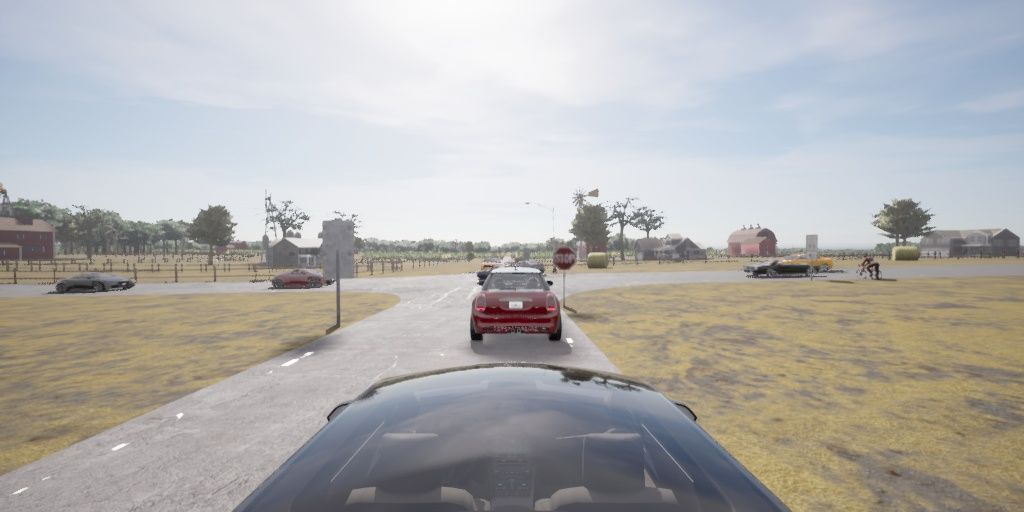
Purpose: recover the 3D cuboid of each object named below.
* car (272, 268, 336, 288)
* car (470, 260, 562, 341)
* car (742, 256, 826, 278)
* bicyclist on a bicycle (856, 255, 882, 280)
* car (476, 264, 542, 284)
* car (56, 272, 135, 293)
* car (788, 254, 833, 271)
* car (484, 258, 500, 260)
[{"bbox_3d":[-15.372,1.611,26.653,4.181,1.385,1.994,-1,1,0],"label":"car"},{"bbox_3d":[0.110,1.096,10.019,2.097,1.767,4.553,0,0,1],"label":"car"},{"bbox_3d":[20.148,0.879,26.854,4.718,1.301,1.895,-1,1,1],"label":"car"},{"bbox_3d":[22.792,0.736,22.911,0.582,1.620,1.656,-1,0,0],"label":"bicyclist on a bicycle"},{"bbox_3d":[-0.211,1.306,26.750,4.718,1.301,1.895,-1,0,0],"label":"car"},{"bbox_3d":[-30.790,1.919,26.592,4.181,1.385,1.994,-1,1,0],"label":"car"},{"bbox_3d":[24.292,0.585,30.509,5.008,1.535,1.882,-1,1,0],"label":"car"},{"bbox_3d":[-3.103,1.093,47.913,2.097,1.767,4.553,0,0,-1],"label":"car"}]
